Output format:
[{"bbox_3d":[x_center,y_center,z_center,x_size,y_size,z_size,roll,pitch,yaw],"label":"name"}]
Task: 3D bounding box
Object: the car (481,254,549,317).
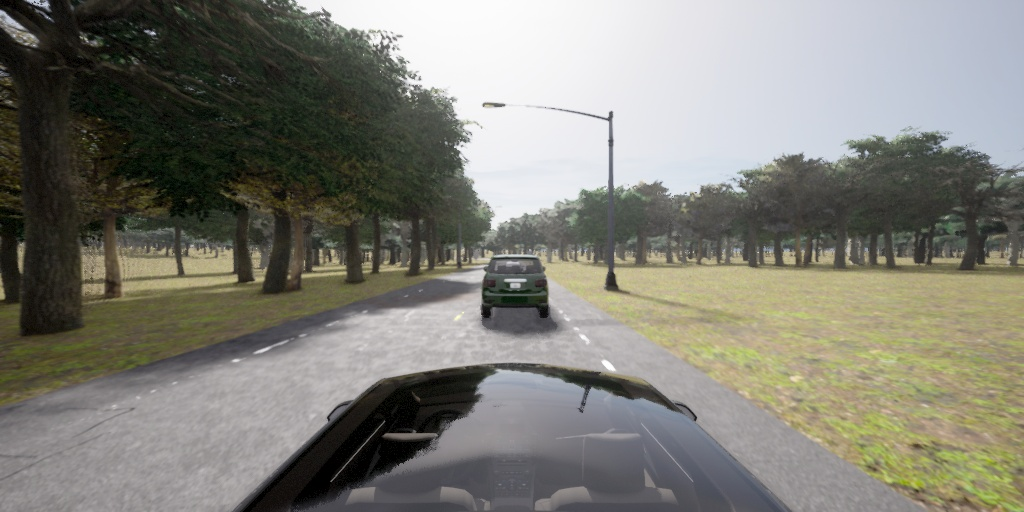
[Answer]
[{"bbox_3d":[0.102,0.966,13.275,2.150,2.045,5.566,0,0,0],"label":"car"}]
